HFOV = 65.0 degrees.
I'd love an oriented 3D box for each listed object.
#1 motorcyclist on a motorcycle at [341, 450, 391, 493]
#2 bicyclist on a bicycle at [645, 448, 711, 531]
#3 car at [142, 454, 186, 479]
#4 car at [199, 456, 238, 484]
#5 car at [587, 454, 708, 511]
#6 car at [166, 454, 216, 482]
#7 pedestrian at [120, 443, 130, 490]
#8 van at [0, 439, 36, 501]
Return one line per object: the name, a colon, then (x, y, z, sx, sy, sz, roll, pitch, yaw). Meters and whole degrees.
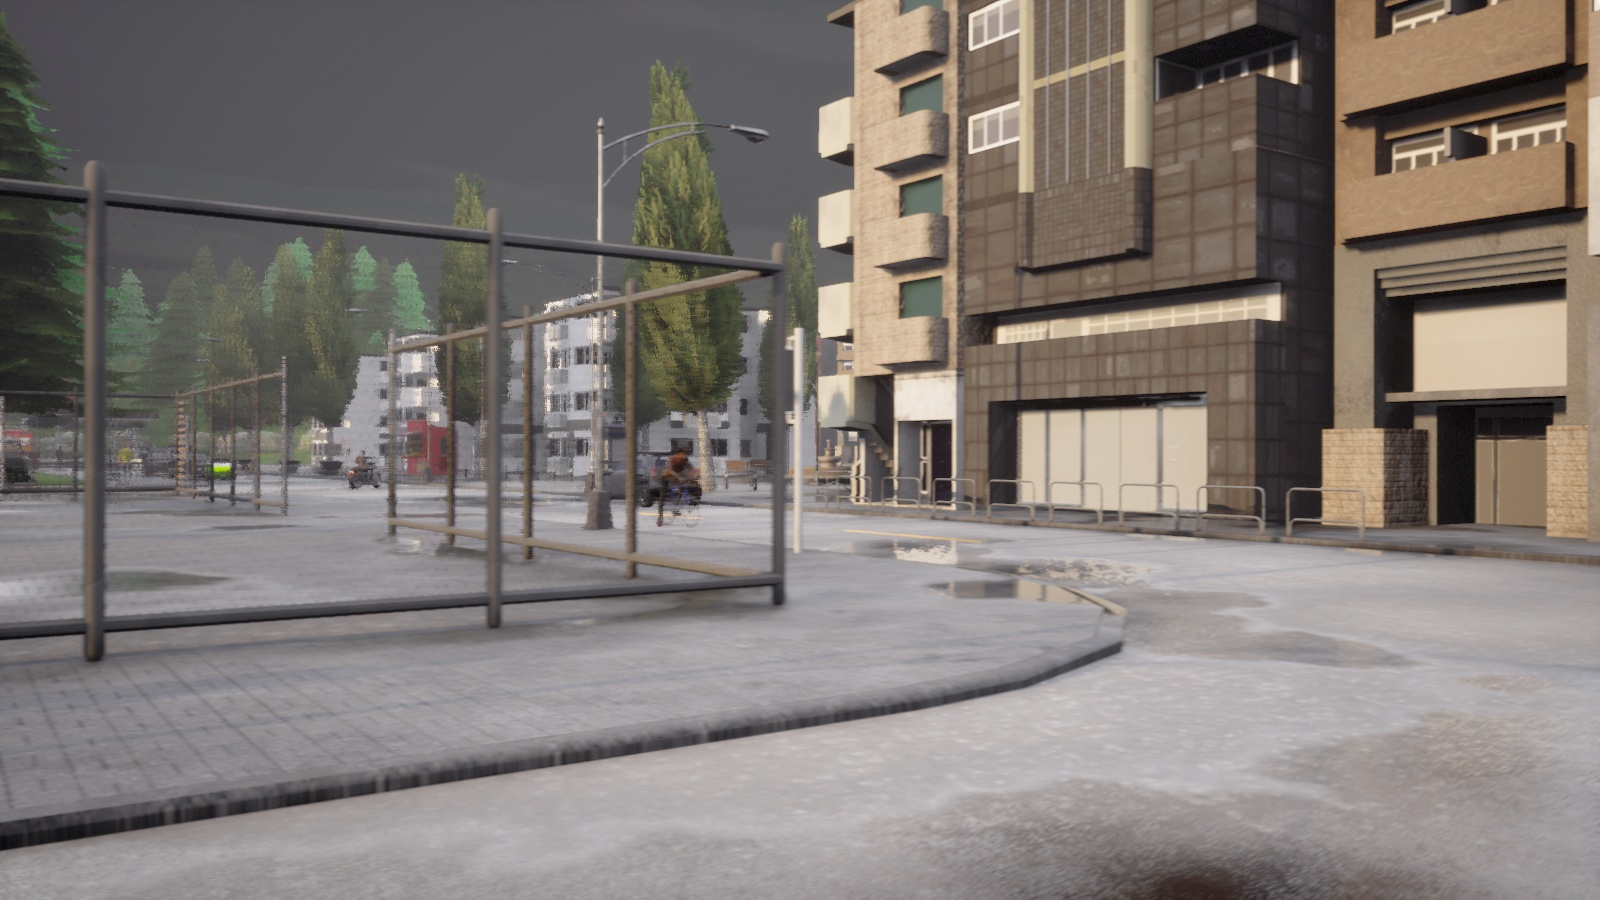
motorcyclist on a motorcycle: (-17.496, 0.857, 50.687, 0.766, 1.649, 2.350, -2, -1, 12)
bicyclist on a bicycle: (-2.467, 0.765, 25.300, 0.582, 1.620, 1.656, 0, 0, -35)
car: (-40.395, 1.031, 79.696, 1.837, 1.490, 4.892, 0, 0, -35)
car: (-29.984, 1.022, 64.761, 1.481, 1.376, 2.207, 0, -1, -35)
car: (-4.287, 0.854, 34.891, 1.845, 1.501, 3.633, 0, 0, -35)
car: (-34.655, 0.999, 71.442, 1.837, 1.490, 4.892, 0, 0, -35)
pedestrian: (-26.351, 0.631, 49.021, 0.354, 1.836, 0.706, 0, 0, -28)
van: (-27.292, 0.655, 40.486, 4.442, 1.987, 1.775, 0, 0, -35)
